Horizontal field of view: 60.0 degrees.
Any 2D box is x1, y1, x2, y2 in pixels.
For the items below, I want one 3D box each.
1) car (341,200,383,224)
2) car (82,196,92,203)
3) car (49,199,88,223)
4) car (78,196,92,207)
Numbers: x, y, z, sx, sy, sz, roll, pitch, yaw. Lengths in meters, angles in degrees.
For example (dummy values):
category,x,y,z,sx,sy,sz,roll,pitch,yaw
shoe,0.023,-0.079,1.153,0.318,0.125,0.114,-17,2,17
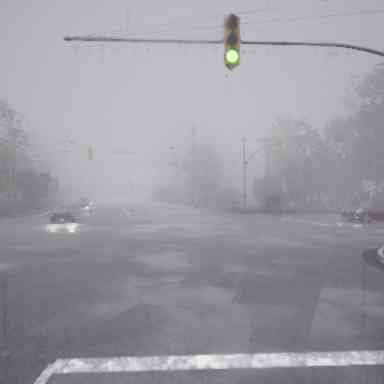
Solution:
category,x,y,z,sx,sy,sz,roll,pitch,yaw
car,13.498,1.390,24.769,4.553,1.767,2.097,1,0,-13
car,-22.339,1.591,71.023,1.895,1.301,4.718,0,0,-16
car,-9.741,1.567,26.121,2.033,1.411,5.357,0,0,-12
car,-16.123,1.512,49.318,1.837,1.490,4.892,0,2,-16
